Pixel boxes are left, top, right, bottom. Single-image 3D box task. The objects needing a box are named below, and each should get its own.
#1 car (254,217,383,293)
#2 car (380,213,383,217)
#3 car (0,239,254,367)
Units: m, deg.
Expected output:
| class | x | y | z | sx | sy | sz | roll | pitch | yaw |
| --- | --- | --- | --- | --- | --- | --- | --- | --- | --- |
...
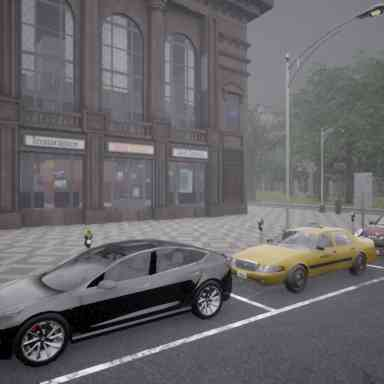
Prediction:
| class | x | y | z | sx | sy | sz | roll | pitch | yaw |
| --- | --- | --- | --- | --- | --- | --- | --- | --- | --- |
| car | 3.076 | 1.525 | 8.859 | 4.829 | 1.417 | 1.752 | 0 | 0 | -36 |
| car | 7.635 | 1.441 | 12.123 | 4.097 | 1.590 | 1.967 | 0 | 0 | -36 |
| car | -1.208 | 1.566 | 5.792 | 4.313 | 1.339 | 1.947 | 0 | 0 | -36 |
